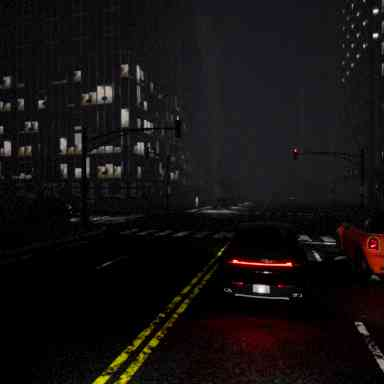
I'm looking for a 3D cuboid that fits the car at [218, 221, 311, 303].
[{"bbox_3d":[1.855,1.501,8.356,1.837,1.490,4.892,0,0,14],"label":"car"}]

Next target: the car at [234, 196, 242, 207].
[{"bbox_3d":[6.215,1.471,51.853,1.837,1.490,4.892,0,0,14],"label":"car"}]

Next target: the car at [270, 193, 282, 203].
[{"bbox_3d":[17.757,1.157,70.273,2.150,2.045,5.566,0,0,14],"label":"car"}]

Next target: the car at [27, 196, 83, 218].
[{"bbox_3d":[-11.762,1.216,28.657,4.553,1.767,2.097,1,1,15],"label":"car"}]

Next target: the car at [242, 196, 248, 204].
[{"bbox_3d":[8.551,1.481,60.847,1.812,1.442,4.674,0,0,15],"label":"car"}]

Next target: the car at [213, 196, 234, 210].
[{"bbox_3d":[3.911,1.501,42.875,1.812,1.442,4.674,0,0,14],"label":"car"}]

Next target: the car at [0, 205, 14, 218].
[{"bbox_3d":[-16.765,1.434,27.217,4.313,1.339,1.947,1,1,16],"label":"car"}]

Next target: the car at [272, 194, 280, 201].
[{"bbox_3d":[20.340,1.236,80.335,1.882,1.535,5.008,0,0,14],"label":"car"}]

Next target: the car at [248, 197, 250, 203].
[{"bbox_3d":[11.104,1.496,70.504,1.994,1.385,4.181,0,0,14],"label":"car"}]

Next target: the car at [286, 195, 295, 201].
[{"bbox_3d":[23.489,1.465,79.525,2.033,1.411,5.357,0,0,14],"label":"car"}]

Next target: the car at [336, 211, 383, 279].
[{"bbox_3d":[5.725,1.347,9.958,2.097,1.767,4.553,0,0,14],"label":"car"}]

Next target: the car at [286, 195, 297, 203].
[{"bbox_3d":[20.925,1.464,69.523,2.128,1.511,4.902,0,0,14],"label":"car"}]
